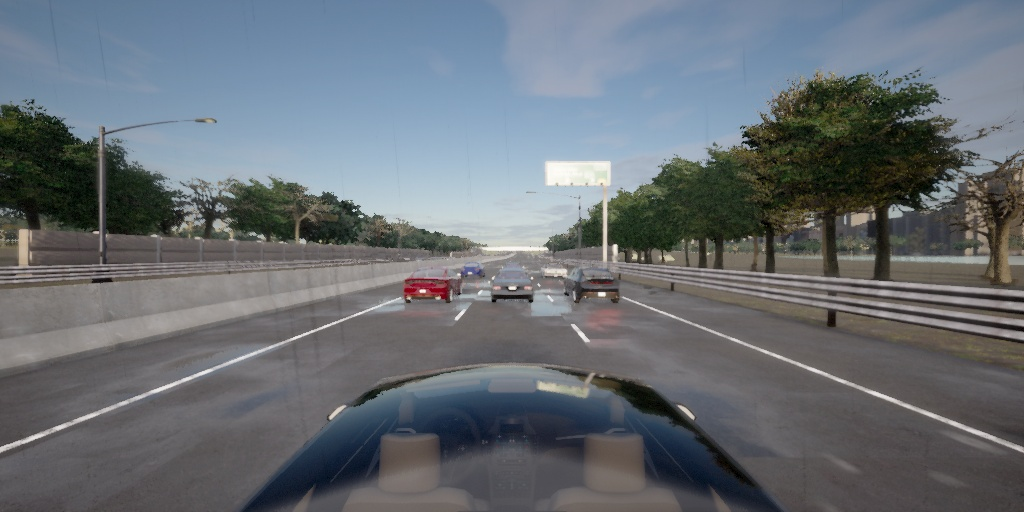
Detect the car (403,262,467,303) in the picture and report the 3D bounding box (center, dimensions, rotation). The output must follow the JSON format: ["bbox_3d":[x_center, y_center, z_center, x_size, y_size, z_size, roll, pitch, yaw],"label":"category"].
[{"bbox_3d":[-3.476,1.212,16.468,1.882,1.535,5.008,0,0,0],"label":"car"}]

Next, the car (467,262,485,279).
[{"bbox_3d":[-3.408,1.216,31.451,1.812,1.442,4.674,0,0,0],"label":"car"}]

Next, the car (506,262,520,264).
[{"bbox_3d":[0.091,1.246,31.430,2.033,1.411,5.357,0,0,0],"label":"car"}]

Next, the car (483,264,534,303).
[{"bbox_3d":[0.024,1.291,16.457,2.033,1.411,5.357,0,0,0],"label":"car"}]

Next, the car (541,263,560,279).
[{"bbox_3d":[3.592,1.299,31.439,1.895,1.301,4.718,0,0,0],"label":"car"}]

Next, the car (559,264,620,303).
[{"bbox_3d":[3.524,1.244,16.446,1.837,1.490,4.892,0,0,0],"label":"car"}]
